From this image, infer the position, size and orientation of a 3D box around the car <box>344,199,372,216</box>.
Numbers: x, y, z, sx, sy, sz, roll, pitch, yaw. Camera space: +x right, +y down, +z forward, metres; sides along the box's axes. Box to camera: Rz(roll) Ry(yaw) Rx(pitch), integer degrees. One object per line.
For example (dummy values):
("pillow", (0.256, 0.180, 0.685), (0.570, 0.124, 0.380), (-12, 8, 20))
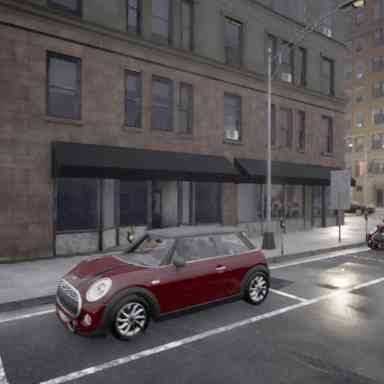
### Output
("car", (14.742, 1.396, 31.709), (1.882, 1.535, 5.008), (1, 0, -37))

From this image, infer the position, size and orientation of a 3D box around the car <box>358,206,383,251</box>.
("car", (8.529, 1.442, 12.800), (4.097, 1.590, 1.967), (0, 0, -35))

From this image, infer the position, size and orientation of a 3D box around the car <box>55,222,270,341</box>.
("car", (-0.430, 1.440, 6.441), (4.097, 1.590, 1.967), (0, 0, -35))
